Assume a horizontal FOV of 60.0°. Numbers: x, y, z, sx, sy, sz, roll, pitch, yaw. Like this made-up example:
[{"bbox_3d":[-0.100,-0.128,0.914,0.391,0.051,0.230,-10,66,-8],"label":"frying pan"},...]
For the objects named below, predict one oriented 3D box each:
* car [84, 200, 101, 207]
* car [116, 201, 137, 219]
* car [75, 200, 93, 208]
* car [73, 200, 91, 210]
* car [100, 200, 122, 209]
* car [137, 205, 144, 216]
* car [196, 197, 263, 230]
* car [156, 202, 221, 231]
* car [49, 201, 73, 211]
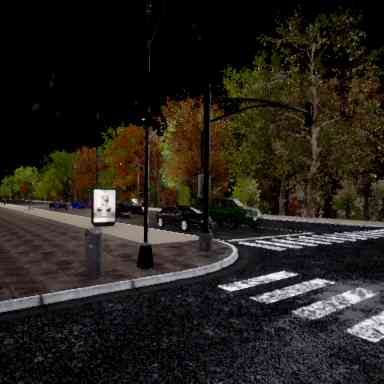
[{"bbox_3d":[-19.990,2.299,66.874,1.994,1.385,4.181,1,-1,-35],"label":"car"},{"bbox_3d":[-7.231,1.727,30.953,1.837,1.490,4.892,1,0,-35],"label":"car"},{"bbox_3d":[-19.897,2.168,61.016,1.812,1.442,4.674,1,-1,-35],"label":"car"},{"bbox_3d":[-17.222,2.013,51.278,1.882,1.535,5.008,1,-1,-35],"label":"car"},{"bbox_3d":[-14.256,2.124,58.589,2.128,1.511,4.902,1,-1,-35],"label":"car"},{"bbox_3d":[-6.628,1.871,35.799,1.994,1.385,4.181,1,-1,-35],"label":"car"},{"bbox_3d":[2.280,1.368,22.909,2.150,2.045,5.566,1,-1,-36],"label":"car"},{"bbox_3d":[-0.562,1.611,21.320,1.837,1.490,4.892,1,-1,-35],"label":"car"},{"bbox_3d":[-19.892,2.005,49.425,2.033,1.411,5.357,1,-1,-35],"label":"car"}]
